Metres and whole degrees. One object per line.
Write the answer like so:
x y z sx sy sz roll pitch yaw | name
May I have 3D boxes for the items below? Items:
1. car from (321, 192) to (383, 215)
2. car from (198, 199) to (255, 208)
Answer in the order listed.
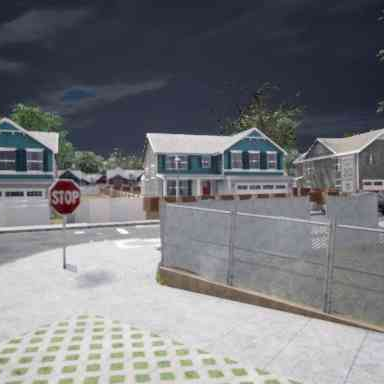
10.487 0.771 20.988 4.892 1.490 1.837 -2 0 -17 | car
1.152 1.064 18.002 5.357 1.411 2.033 -2 0 -18 | car
